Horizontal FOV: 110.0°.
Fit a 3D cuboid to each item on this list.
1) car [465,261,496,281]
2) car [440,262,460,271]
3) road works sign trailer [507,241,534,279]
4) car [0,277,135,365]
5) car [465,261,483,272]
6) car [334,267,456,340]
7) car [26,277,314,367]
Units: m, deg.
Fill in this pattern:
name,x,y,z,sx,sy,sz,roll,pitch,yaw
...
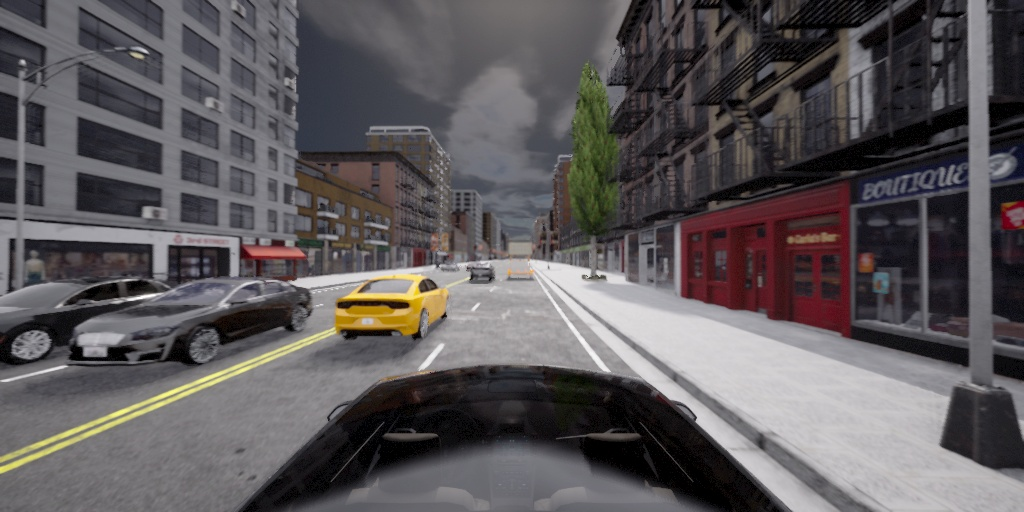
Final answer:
name,x,y,z,sx,sy,sz,roll,pitch,yaw
car,-2.471,1.341,31.037,2.128,1.511,4.902,0,0,2
car,-8.581,1.509,49.651,1.895,1.301,4.718,0,0,2
road works sign trailer,0.776,0.329,34.328,2.380,3.560,2.880,0,0,2
car,-9.777,1.265,8.130,1.837,1.490,4.892,0,0,1
car,-5.301,1.440,50.446,1.812,1.442,4.674,0,0,2
car,-3.041,1.253,10.127,1.882,1.535,5.008,0,0,1
car,-6.527,1.256,8.096,2.128,1.511,4.902,0,0,1
